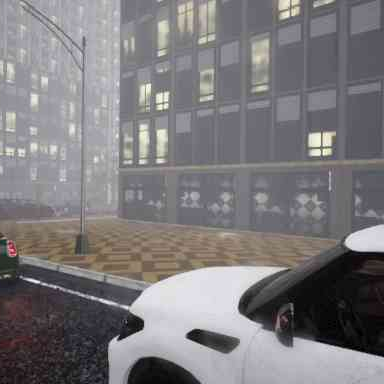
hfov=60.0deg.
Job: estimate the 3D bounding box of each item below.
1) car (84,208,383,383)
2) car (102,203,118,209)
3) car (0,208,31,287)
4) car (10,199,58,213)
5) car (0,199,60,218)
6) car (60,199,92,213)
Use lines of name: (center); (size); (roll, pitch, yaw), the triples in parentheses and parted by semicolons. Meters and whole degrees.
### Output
car: (1.864, 1.222, 2.352); (5.566, 2.045, 2.150); (0, 0, 36)
car: (-8.387, 1.828, 39.428); (1.752, 1.417, 4.829); (1, 0, 36)
car: (-6.211, 1.348, 8.089); (4.553, 1.767, 2.097); (0, 0, 35)
car: (-18.682, 1.641, 39.576); (1.752, 1.417, 4.829); (1, 0, 36)
car: (-15.171, 1.518, 30.206); (2.192, 1.841, 5.009); (1, 0, 36)
car: (-14.607, 1.692, 40.729); (1.837, 1.490, 4.892); (1, 0, 36)
